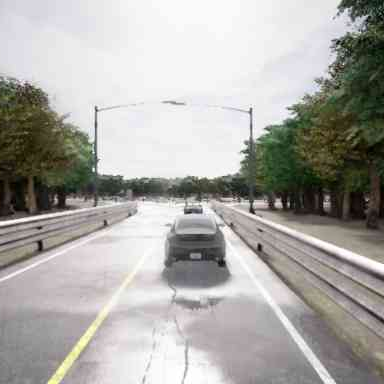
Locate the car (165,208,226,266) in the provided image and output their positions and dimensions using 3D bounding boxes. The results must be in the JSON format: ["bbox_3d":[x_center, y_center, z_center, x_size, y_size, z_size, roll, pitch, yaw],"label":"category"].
[{"bbox_3d":[0.104,1.528,11.623,1.837,1.490,4.892,0,0,0],"label":"car"}]

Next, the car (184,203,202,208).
[{"bbox_3d":[0.129,1.743,33.970,1.895,1.301,4.718,1,0,0],"label":"car"}]
